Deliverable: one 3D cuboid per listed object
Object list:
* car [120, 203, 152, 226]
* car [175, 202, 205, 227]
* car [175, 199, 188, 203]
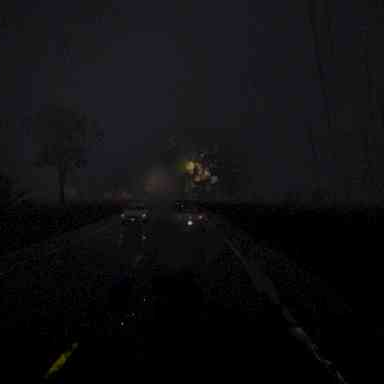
[{"bbox_3d":[-3.939,1.547,24.025,1.812,1.442,4.674,0,0,-2],"label":"car"},{"bbox_3d":[-0.202,1.605,22.662,1.895,1.301,4.718,0,0,-2],"label":"car"},{"bbox_3d":[-1.490,1.592,46.939,1.895,1.301,4.718,0,0,-4],"label":"car"}]
